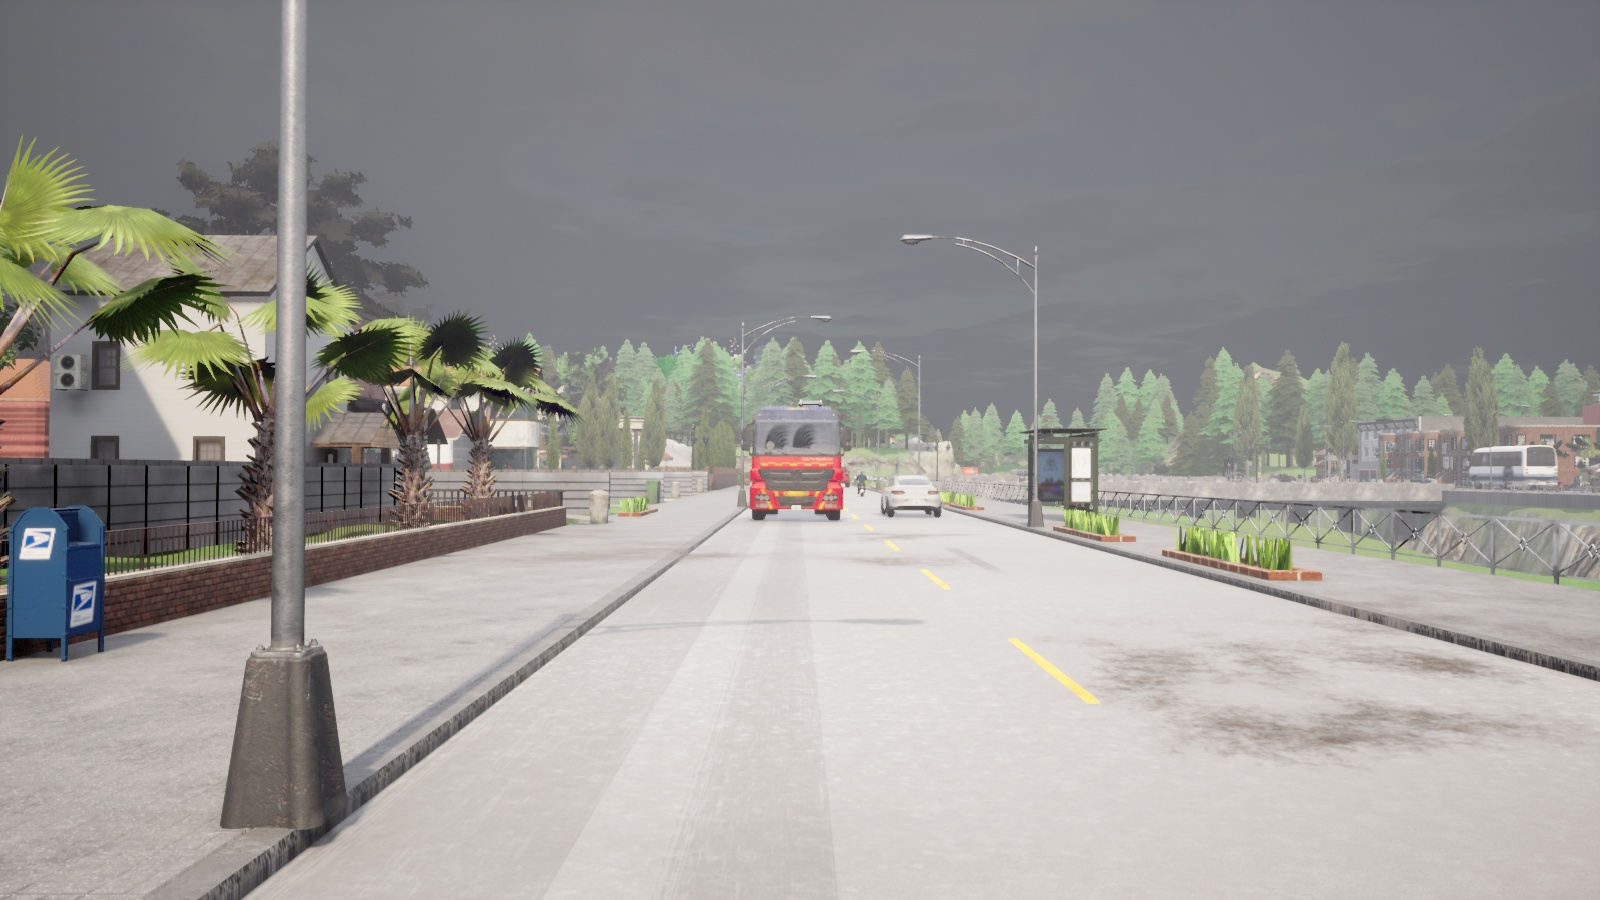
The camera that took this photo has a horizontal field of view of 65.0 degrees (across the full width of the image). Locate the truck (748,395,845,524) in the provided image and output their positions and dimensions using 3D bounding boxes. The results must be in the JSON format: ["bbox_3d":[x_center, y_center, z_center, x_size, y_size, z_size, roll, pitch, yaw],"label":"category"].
[{"bbox_3d":[-0.111,0.349,41.704,2.891,3.827,8.468,0,-1,0],"label":"truck"}]

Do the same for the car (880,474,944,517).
[{"bbox_3d":[3.888,1.567,44.287,1.812,1.442,4.674,0,-1,0],"label":"car"}]
